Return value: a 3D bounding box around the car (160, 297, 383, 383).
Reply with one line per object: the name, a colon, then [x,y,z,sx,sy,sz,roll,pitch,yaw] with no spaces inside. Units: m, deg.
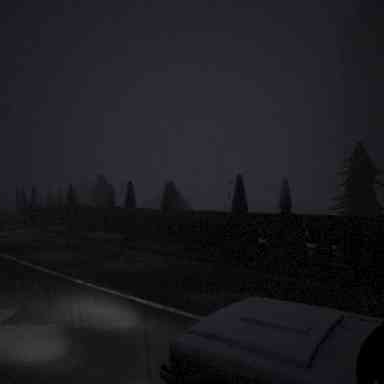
car: [2.030,1.610,2.618,4.718,1.301,1.895,0,0,36]
